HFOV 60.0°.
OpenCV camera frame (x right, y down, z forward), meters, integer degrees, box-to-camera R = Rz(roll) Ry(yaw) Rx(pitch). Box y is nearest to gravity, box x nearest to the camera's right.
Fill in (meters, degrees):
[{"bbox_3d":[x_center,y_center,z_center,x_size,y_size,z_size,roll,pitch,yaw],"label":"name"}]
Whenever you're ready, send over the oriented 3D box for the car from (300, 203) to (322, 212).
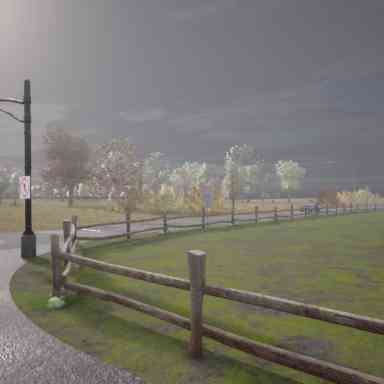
[{"bbox_3d":[18.950,2.448,52.944,2.033,1.411,5.357,-1,-2,40],"label":"car"}]
